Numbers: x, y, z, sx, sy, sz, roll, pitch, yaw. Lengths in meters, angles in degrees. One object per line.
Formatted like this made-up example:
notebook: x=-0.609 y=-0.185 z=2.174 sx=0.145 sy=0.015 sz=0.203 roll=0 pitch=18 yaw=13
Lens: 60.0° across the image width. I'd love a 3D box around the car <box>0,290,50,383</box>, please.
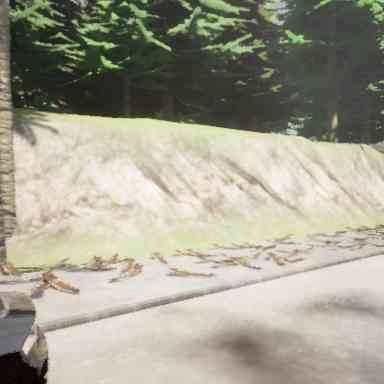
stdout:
car: x=-3.545 y=1.496 z=2.078 sx=4.902 sy=1.511 sz=2.128 roll=0 pitch=0 yaw=-35
